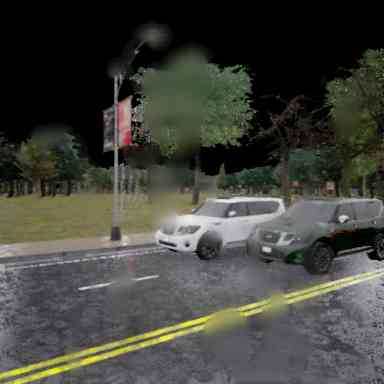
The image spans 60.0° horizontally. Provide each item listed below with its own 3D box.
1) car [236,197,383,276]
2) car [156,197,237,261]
[{"bbox_3d":[4.299,1.226,10.744,5.566,2.045,2.150,0,0,-35],"label":"car"},{"bbox_3d":[1.399,1.225,12.668,5.566,2.045,2.150,0,0,-35],"label":"car"}]
